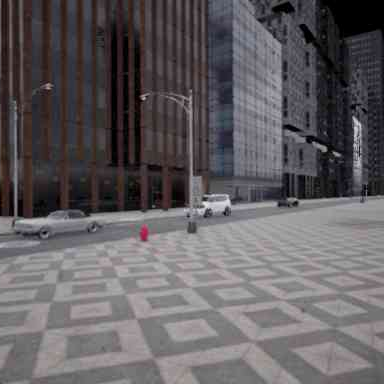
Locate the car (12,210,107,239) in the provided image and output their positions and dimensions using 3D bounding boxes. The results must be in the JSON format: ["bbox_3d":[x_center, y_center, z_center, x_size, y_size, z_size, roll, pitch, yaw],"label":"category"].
[{"bbox_3d":[-7.071,1.681,18.120,1.895,1.301,4.718,0,0,35],"label":"car"}]

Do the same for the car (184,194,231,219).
[{"bbox_3d":[1.531,1.260,30.207,2.150,2.045,5.566,0,0,36],"label":"car"}]

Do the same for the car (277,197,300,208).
[{"bbox_3d":[13.634,1.477,46.987,1.882,1.535,5.008,0,0,36],"label":"car"}]
